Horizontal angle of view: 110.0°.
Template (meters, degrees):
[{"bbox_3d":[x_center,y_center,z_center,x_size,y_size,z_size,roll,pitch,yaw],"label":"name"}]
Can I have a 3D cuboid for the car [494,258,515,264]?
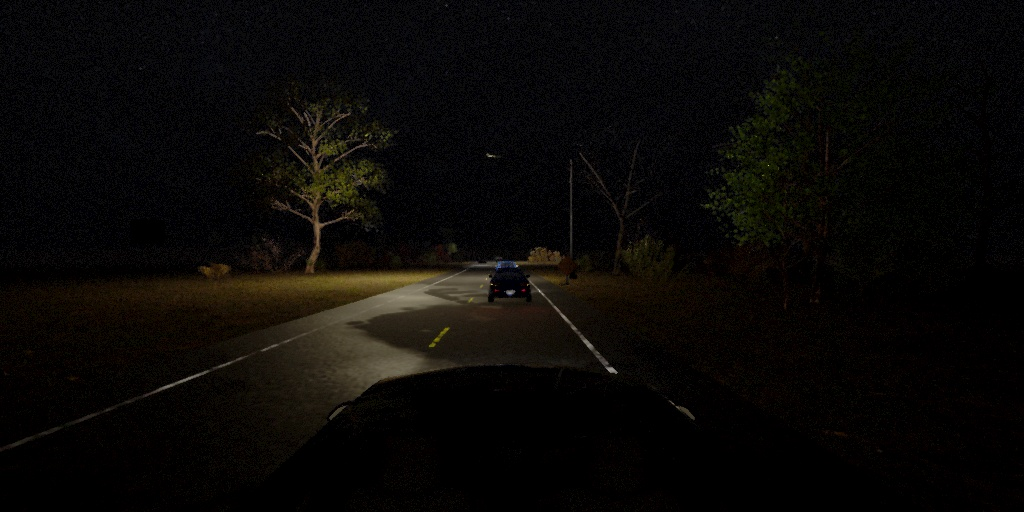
[{"bbox_3d":[-0.455,1.212,31.577,1.882,1.535,5.008,0,0,-2],"label":"car"}]

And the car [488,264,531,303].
[{"bbox_3d":[-0.115,1.276,16.554,1.812,1.442,4.674,0,0,-1],"label":"car"}]

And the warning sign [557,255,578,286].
[{"bbox_3d":[3.343,0.852,21.795,1.300,1.860,1.060,0,0,-1],"label":"warning sign"}]
